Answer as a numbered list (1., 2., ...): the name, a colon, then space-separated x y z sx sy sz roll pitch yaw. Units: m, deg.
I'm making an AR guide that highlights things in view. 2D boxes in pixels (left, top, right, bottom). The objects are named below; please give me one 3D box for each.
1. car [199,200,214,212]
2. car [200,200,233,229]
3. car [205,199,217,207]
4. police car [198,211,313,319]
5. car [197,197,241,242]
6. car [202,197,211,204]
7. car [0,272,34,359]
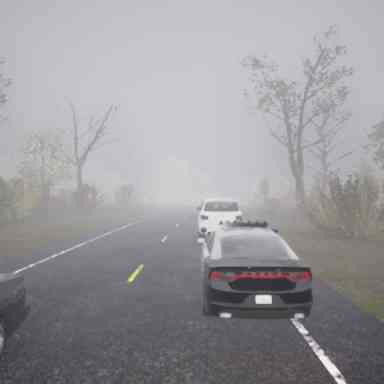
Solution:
1. car: 2.123 1.879 45.990 1.837 1.490 4.892 0 -1 5
2. car: 1.685 1.516 23.519 2.097 1.767 4.553 0 0 3
3. car: 3.642 2.112 63.064 2.033 1.411 5.357 0 -1 6
4. police car: 1.164 1.478 7.738 1.930 1.638 5.238 0 0 1
5. car: 1.444 1.346 17.611 2.150 2.045 5.566 0 0 2
6. car: 4.051 2.262 92.179 2.097 1.767 4.553 0 -1 9
7. car: -3.436 1.570 2.895 2.033 1.411 5.357 0 0 1
